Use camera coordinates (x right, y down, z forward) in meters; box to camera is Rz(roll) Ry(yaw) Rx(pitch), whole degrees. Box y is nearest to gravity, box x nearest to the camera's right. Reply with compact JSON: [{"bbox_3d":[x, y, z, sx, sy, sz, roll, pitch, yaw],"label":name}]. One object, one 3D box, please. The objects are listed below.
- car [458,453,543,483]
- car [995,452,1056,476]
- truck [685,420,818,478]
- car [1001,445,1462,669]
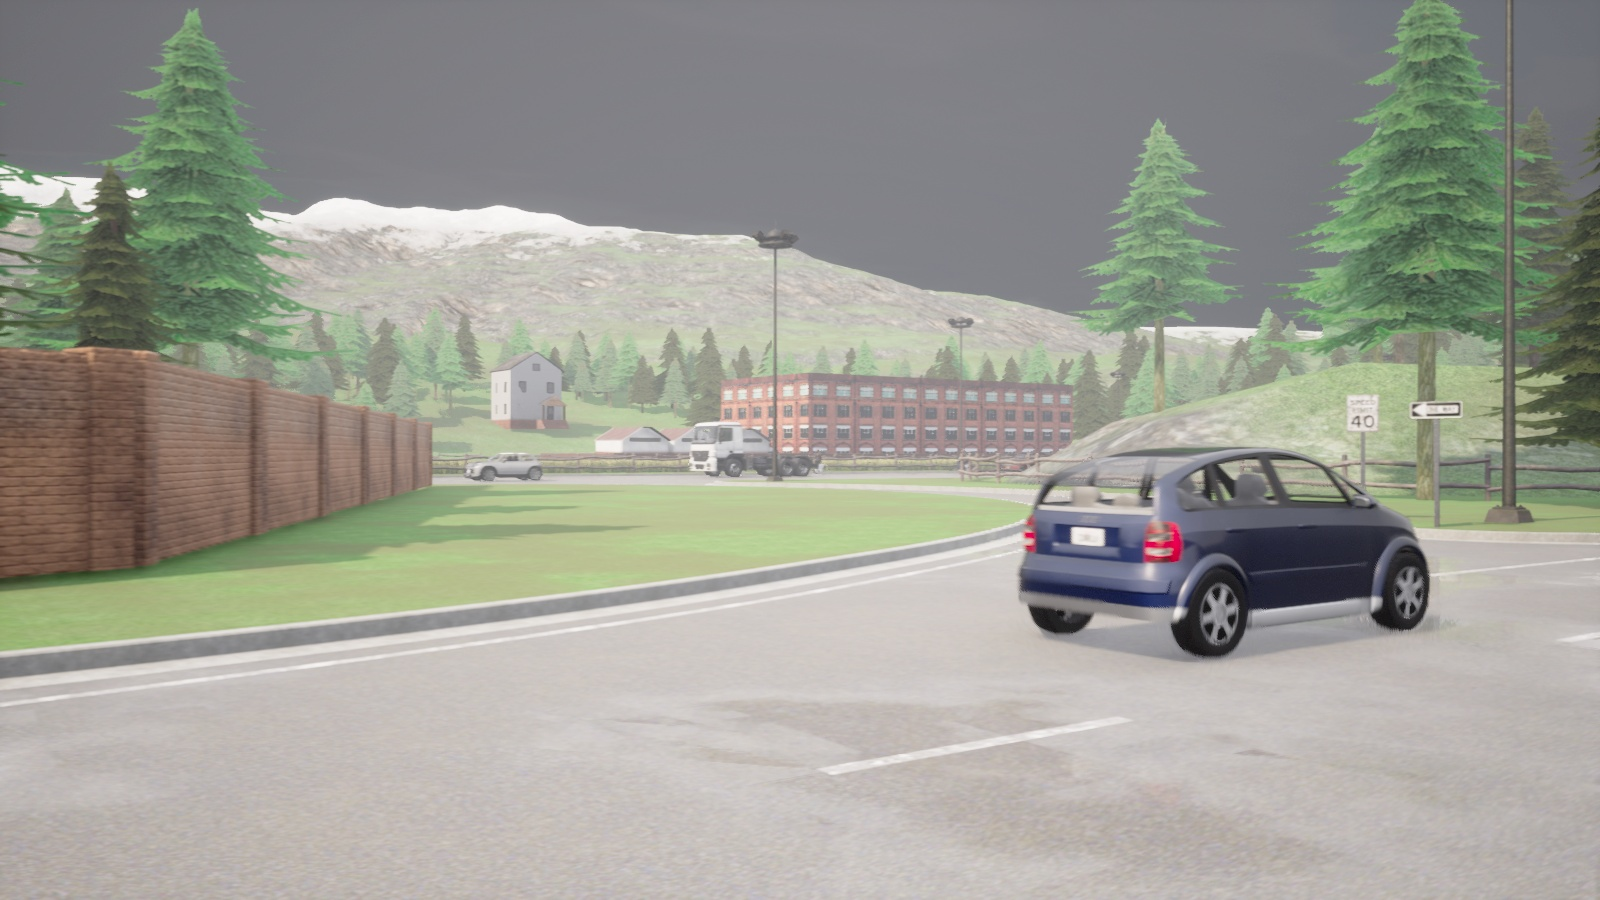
[{"bbox_3d":[-15.478,0.902,64.945,3.806,1.475,1.970,0,0,-35],"label":"car"},{"bbox_3d":[14.649,0.892,81.535,3.705,1.549,1.789,0,0,-35],"label":"car"},{"bbox_3d":[-2.933,-0.040,77.889,7.936,3.462,2.891,0,0,-35],"label":"truck"},{"bbox_3d":[3.659,0.741,10.470,3.705,1.549,1.789,0,0,-35],"label":"car"}]
